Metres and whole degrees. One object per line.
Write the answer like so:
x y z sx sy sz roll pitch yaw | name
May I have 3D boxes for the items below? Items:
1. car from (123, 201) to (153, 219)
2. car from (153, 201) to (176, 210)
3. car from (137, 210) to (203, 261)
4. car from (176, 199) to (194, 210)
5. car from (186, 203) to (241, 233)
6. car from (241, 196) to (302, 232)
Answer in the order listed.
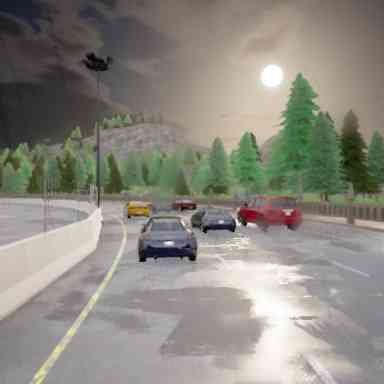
-5.238 1.581 30.846 1.882 1.535 5.008 0 0 -18 | car
-3.914 1.670 37.635 2.033 1.411 5.357 0 0 -22 | car
-0.989 1.604 12.517 1.994 1.385 4.181 0 0 -7 | car
-1.046 1.603 39.719 1.882 1.535 5.008 0 0 -21 | car
1.200 1.626 20.292 1.994 1.385 4.181 0 0 -12 | car
4.707 1.281 20.821 2.150 2.045 5.566 0 0 -12 | car
